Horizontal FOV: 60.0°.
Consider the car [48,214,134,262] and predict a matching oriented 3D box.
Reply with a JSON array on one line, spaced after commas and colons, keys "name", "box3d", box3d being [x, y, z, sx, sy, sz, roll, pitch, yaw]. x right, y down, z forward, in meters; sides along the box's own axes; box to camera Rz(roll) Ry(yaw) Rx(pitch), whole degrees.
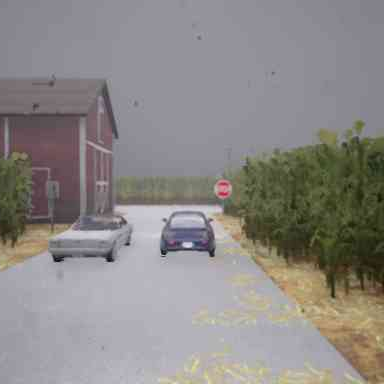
[{"name": "car", "box3d": [-3.334, 1.512, 11.853, 1.895, 1.301, 4.718, 0, 1, -1]}]

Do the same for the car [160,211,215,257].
[{"name": "car", "box3d": [-0.158, 1.424, 12.453, 1.812, 1.442, 4.674, 0, 1, -1]}]
